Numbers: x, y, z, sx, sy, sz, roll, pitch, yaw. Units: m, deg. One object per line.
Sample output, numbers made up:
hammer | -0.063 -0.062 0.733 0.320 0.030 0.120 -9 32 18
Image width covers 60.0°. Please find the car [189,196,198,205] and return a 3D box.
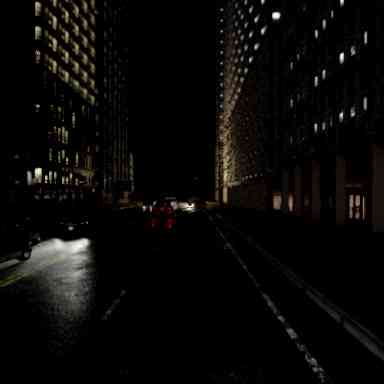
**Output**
car | 0.432 1.905 74.107 2.150 2.045 5.566 0 -1 0

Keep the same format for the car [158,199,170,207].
car | -6.084 2.323 71.747 2.128 1.511 4.902 0 -1 0

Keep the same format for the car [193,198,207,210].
car | 1.453 2.132 55.123 1.882 1.535 5.008 0 -1 0

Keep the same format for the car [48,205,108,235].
car | -6.485 1.715 20.298 2.128 1.511 4.902 0 -1 0

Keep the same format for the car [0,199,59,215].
car | -9.738 1.433 20.093 2.150 2.045 5.566 0 -1 -1

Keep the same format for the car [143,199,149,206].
car | -9.334 2.312 71.767 1.812 1.442 4.674 0 -1 0

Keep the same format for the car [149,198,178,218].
car | -2.954 1.762 35.119 2.097 1.767 4.553 0 -1 0

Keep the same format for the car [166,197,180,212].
car | -2.882 1.769 46.647 2.150 2.045 5.566 0 0 0

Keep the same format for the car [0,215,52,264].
car | -6.556 1.650 10.155 2.033 1.411 5.357 0 -1 0
